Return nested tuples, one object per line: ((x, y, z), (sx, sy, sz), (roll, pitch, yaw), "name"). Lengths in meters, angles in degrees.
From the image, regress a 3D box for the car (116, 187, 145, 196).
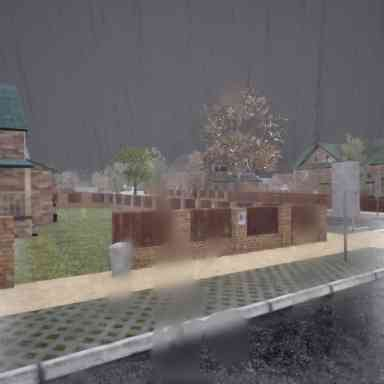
((-9.461, 0.238, 52.507), (2.150, 2.045, 5.566), (-2, 2, -34), "car")

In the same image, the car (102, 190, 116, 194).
((-15.269, 0.319, 60.955), (2.128, 1.511, 4.902), (-2, 2, -33), "car")
